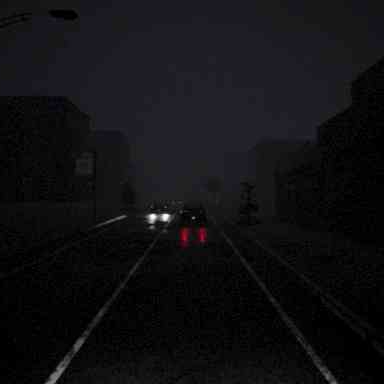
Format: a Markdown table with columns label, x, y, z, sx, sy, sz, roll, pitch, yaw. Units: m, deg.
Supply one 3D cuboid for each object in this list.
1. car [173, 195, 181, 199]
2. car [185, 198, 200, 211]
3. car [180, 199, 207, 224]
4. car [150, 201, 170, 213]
| label | x | y | z | sx | sy | sz | roll | pitch | yaw |
| --- | --- | --- | --- | --- | --- | --- | --- | --- | --- |
| car | -3.525 | 1.241 | 79.533 | 1.812 | 1.442 | 4.674 | 0 | 1 | 0 |
| car | 0.106 | 1.617 | 42.919 | 1.837 | 1.490 | 4.892 | 0 | 0 | 0 |
| car | 0.104 | 1.538 | 24.837 | 2.128 | 1.511 | 4.902 | 0 | 0 | 0 |
| car | -3.578 | 1.693 | 37.800 | 1.895 | 1.301 | 4.718 | 0 | 0 | 0 |
